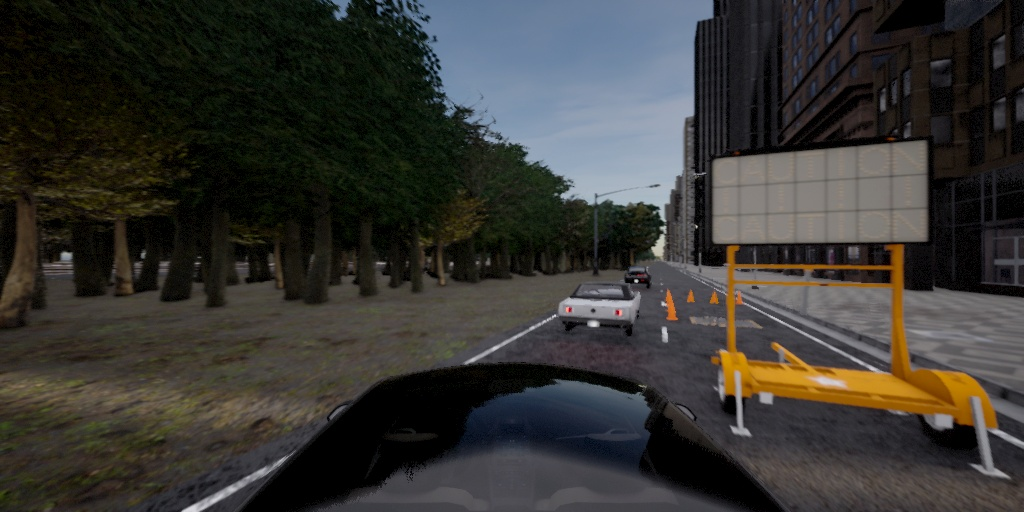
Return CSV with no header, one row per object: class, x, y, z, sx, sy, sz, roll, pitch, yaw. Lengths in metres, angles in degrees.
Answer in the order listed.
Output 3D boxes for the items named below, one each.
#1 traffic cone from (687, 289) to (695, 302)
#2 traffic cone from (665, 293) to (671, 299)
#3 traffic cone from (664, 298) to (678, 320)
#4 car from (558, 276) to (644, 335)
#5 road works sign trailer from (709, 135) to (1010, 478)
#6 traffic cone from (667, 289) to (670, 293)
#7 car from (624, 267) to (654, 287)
traffic cone,8.578,1.893,17.213,0.340,0.580,0.340,0,0,22
traffic cone,6.130,1.846,13.895,0.340,0.580,0.340,0,0,22
traffic cone,5.368,1.823,12.046,0.340,0.580,0.340,0,0,22
car,2.901,1.445,11.079,1.895,1.301,4.718,0,-1,22
road works sign trailer,4.077,0.260,5.008,2.380,3.560,2.880,0,0,22
traffic cone,6.891,1.869,15.745,0.340,0.580,0.340,0,0,22
car,9.736,1.554,27.671,1.837,1.490,4.892,0,-1,22
